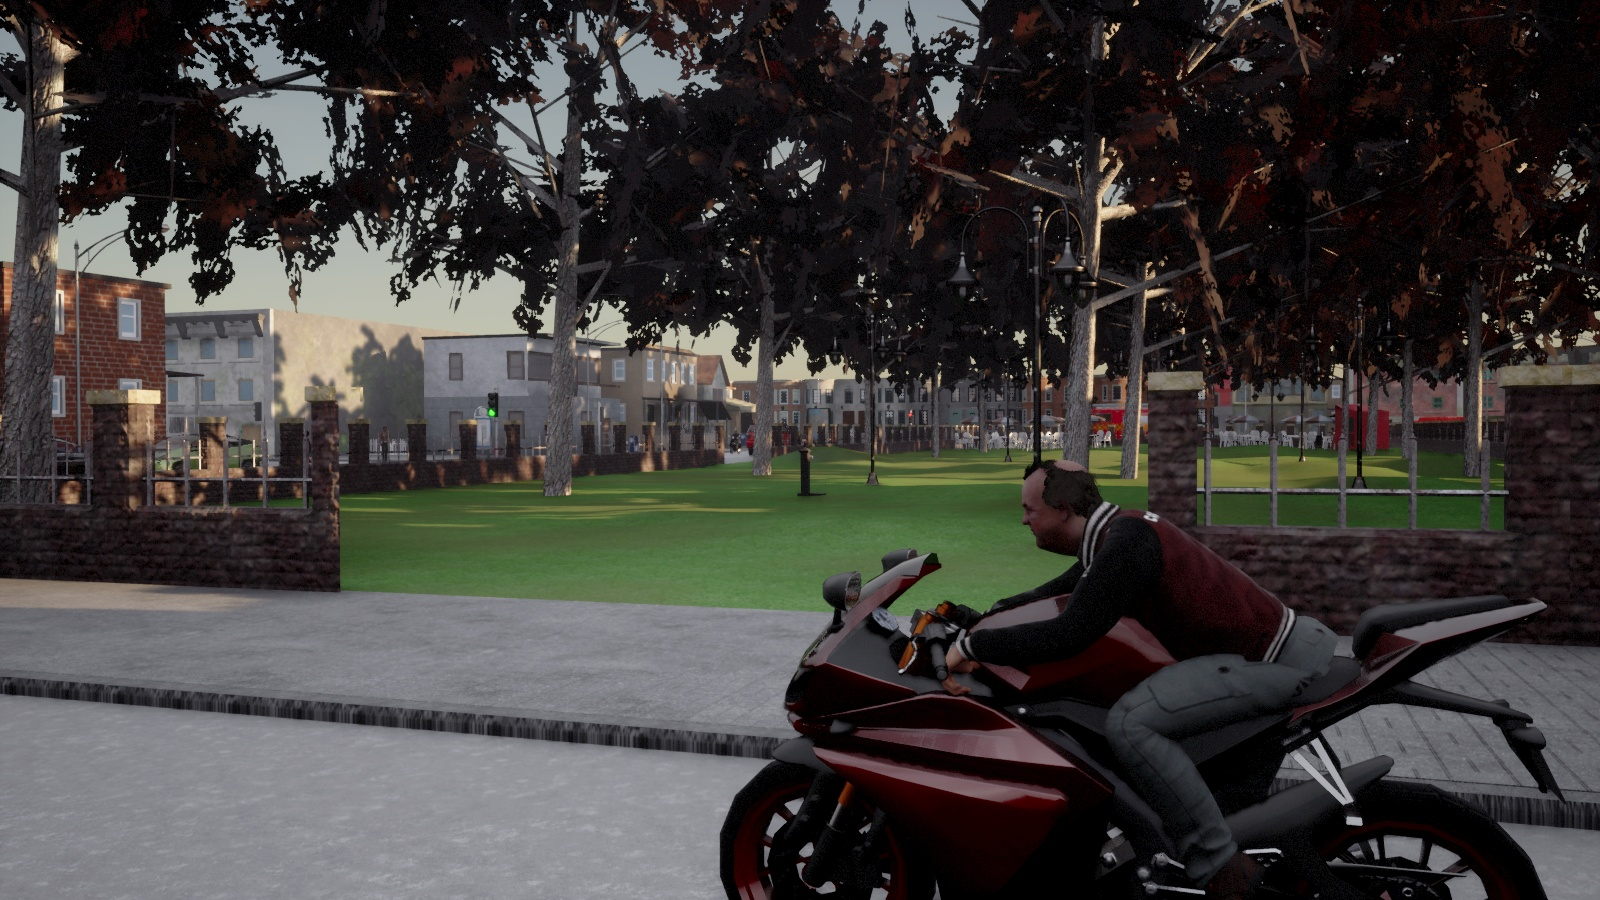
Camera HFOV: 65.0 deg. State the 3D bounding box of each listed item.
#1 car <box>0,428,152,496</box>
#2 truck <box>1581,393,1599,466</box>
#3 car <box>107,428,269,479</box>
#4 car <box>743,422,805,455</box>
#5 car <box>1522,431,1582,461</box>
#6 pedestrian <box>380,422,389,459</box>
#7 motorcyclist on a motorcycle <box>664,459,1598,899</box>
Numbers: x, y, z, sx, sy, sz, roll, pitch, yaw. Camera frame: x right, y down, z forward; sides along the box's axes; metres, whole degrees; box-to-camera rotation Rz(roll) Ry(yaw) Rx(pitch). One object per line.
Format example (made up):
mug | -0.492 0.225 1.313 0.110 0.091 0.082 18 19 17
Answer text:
car | -18.281 0.233 30.030 2.128 1.511 4.902 0 1 17
truck | 38.908 -0.940 58.127 2.891 3.462 7.936 1 1 18
car | -19.270 0.064 39.764 2.007 1.525 4.514 1 1 19
car | -1.599 -0.738 79.767 2.150 2.045 5.566 1 1 19
car | 44.169 -0.260 73.869 2.033 1.649 4.856 1 1 18
pedestrian | -20.398 -0.448 61.654 0.328 1.805 0.869 0 1 -12
motorcyclist on a motorcycle | 0.809 0.809 3.471 2.191 1.530 0.866 1 1 18
